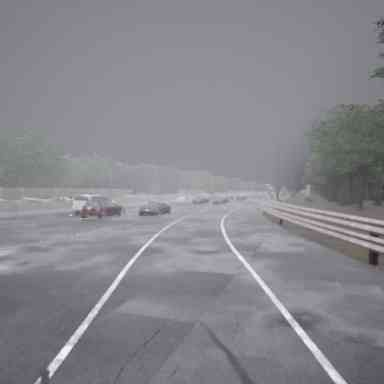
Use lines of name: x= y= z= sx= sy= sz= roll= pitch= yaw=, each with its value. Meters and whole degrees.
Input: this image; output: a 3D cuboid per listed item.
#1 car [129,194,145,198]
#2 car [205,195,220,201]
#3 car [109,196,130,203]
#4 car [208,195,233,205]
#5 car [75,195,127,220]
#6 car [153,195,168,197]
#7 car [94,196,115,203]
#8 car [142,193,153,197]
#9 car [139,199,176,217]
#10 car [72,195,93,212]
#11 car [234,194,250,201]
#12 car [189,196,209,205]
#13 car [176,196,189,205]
car: x=-12.426 y=1.597 z=71.077 sx=1.994 sy=1.385 sz=4.181 roll=0 pitch=0 yaw=19
car: x=4.822 y=1.442 z=78.260 sx=2.033 sy=1.411 sz=5.357 roll=0 pitch=0 yaw=19
car: x=-15.738 y=1.593 z=72.208 sx=2.128 sy=1.511 sz=4.902 roll=0 pitch=0 yaw=19
car: x=4.955 y=1.490 z=56.997 sx=2.033 sy=1.411 sz=5.357 roll=0 pitch=0 yaw=19
car: x=-7.969 y=1.445 z=29.999 sx=2.097 sy=1.767 sz=4.553 roll=0 pitch=0 yaw=19
car: x=-7.307 y=1.502 z=86.059 sx=2.128 sy=1.511 sz=4.902 roll=0 pitch=0 yaw=19
car: x=-19.149 y=1.631 z=73.052 sx=2.033 sy=1.411 sz=5.357 roll=0 pitch=0 yaw=19
car: x=-10.619 y=1.524 z=87.191 sx=1.812 sy=1.442 sz=4.674 roll=0 pitch=0 yaw=19
car: x=-3.480 y=1.619 z=32.312 sx=1.994 sy=1.385 sz=4.181 roll=0 pitch=0 yaw=19
car: x=-10.087 y=1.321 z=34.623 sx=2.150 sy=2.045 sz=5.566 roll=0 pitch=0 yaw=19
car: x=11.445 y=1.381 z=75.995 sx=1.812 sy=1.442 sz=4.674 roll=0 pitch=0 yaw=19
car: x=1.645 y=1.457 z=58.137 sx=2.128 sy=1.511 sz=4.902 roll=0 pitch=0 yaw=19
car: x=-1.668 y=1.514 z=59.262 sx=1.812 sy=1.442 sz=4.674 roll=0 pitch=0 yaw=19
